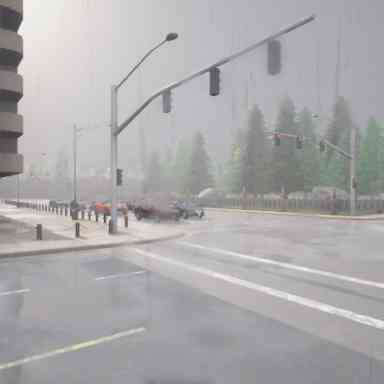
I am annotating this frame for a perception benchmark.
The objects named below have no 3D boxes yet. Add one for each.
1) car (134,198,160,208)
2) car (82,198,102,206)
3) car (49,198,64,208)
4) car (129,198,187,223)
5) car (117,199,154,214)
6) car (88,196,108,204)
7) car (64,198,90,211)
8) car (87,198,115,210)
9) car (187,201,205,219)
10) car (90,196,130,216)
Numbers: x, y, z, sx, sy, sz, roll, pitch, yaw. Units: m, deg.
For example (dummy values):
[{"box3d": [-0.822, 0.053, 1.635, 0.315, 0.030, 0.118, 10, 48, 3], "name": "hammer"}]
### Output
[{"box3d": [-6.831, 1.612, 49.988, 1.812, 1.442, 4.674, 0, 0, -36], "name": "car"}, {"box3d": [-17.611, 1.683, 58.658, 1.895, 1.301, 4.718, 0, 0, -36], "name": "car"}, {"box3d": [-20.010, 1.620, 49.867, 2.033, 1.411, 5.357, 0, 0, -36], "name": "car"}, {"box3d": [-2.836, 1.550, 26.566, 1.882, 1.535, 5.008, 0, 0, -36], "name": "car"}, {"box3d": [-6.372, 1.569, 37.237, 2.128, 1.511, 4.902, 0, 0, -36], "name": "car"}, {"box3d": [-18.689, 1.576, 66.004, 2.128, 1.511, 4.902, 0, 0, -36], "name": "car"}, {"box3d": [-13.735, 1.564, 41.319, 2.128, 1.511, 4.902, 0, 0, -36], "name": "car"}, {"box3d": [-12.540, 1.625, 45.592, 2.033, 1.411, 5.357, 0, 0, -36], "name": "car"}, {"box3d": [-0.853, 1.568, 29.771, 2.128, 1.511, 4.902, 0, 0, -36], "name": "car"}, {"box3d": [-8.306, 1.425, 33.959, 2.097, 1.767, 4.553, 0, 0, -36], "name": "car"}]
